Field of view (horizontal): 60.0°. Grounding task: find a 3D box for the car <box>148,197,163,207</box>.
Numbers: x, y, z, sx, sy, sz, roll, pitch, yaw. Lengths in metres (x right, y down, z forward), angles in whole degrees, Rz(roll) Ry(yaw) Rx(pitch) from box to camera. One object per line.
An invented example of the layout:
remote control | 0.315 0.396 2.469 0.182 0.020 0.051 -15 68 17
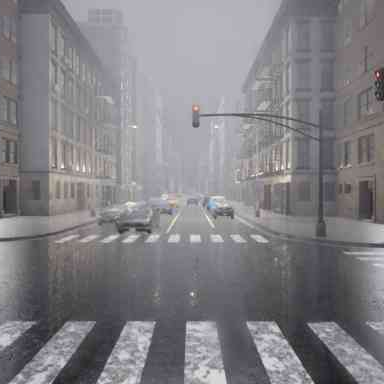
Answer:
car | -5.427 1.521 50.307 1.752 1.417 4.829 0 0 0

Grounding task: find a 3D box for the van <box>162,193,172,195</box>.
van | -5.446 1.337 66.695 1.690 1.788 3.998 0 0 0

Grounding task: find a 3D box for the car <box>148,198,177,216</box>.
car | -2.858 1.560 32.434 1.994 1.385 4.181 0 0 0

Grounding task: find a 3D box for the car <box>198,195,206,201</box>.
car | 2.634 1.560 88.324 1.947 1.339 4.313 0 0 0

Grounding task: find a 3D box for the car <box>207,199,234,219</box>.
car | 2.632 1.548 28.855 2.008 1.369 4.403 0 0 0

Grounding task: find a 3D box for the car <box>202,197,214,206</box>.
car | 2.633 1.562 55.886 1.947 1.339 4.313 0 0 0

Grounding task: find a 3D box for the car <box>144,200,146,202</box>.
car | -5.402 1.523 28.682 1.752 1.417 4.829 0 0 0

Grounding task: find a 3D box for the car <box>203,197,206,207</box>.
car | 2.632 1.578 39.668 1.802 1.307 4.206 0 0 0

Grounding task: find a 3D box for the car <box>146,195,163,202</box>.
car | -5.421 1.436 45.071 1.967 1.590 4.097 0 0 0

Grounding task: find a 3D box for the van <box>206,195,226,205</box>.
van | 2.632 1.338 34.261 1.690 1.788 3.998 0 0 0

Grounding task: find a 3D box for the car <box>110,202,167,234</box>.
car | -2.948 1.546 19.480 2.033 1.411 5.357 0 0 1

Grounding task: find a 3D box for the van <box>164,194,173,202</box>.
van | -5.458 1.336 77.508 1.690 1.788 3.998 0 0 0

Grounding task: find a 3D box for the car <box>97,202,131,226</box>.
car | -5.396 1.549 23.446 2.008 1.369 4.403 0 0 0

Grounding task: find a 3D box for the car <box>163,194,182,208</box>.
car | -2.840 1.474 47.113 1.882 1.535 5.008 0 0 0

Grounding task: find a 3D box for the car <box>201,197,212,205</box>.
car | 2.633 1.546 61.293 2.008 1.369 4.403 0 0 0

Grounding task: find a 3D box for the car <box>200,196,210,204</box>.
car | 2.634 1.521 66.868 1.752 1.417 4.829 0 0 0

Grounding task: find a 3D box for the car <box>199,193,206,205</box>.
car | 2.633 1.311 50.480 2.192 1.841 5.009 0 0 0

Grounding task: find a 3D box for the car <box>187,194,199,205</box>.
car | 0.085 1.501 57.017 1.837 1.490 4.892 0 0 0

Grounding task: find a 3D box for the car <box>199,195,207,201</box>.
car | 2.634 1.540 82.918 1.887 1.381 4.507 0 0 0
